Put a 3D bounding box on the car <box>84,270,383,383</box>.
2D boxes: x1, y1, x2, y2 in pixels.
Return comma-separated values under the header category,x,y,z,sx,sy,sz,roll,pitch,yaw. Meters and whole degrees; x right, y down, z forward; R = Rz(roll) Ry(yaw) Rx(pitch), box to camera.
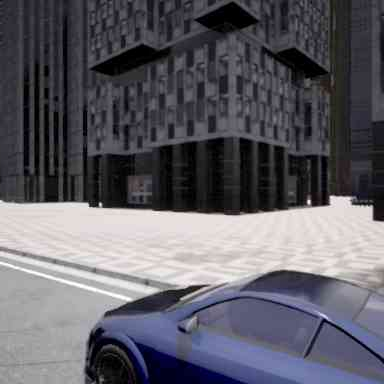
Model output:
category,x,y,z,sx,sy,sz,roll,pitch,yaw
car,0.793,1.569,3.458,4.181,1.385,1.994,0,0,36
